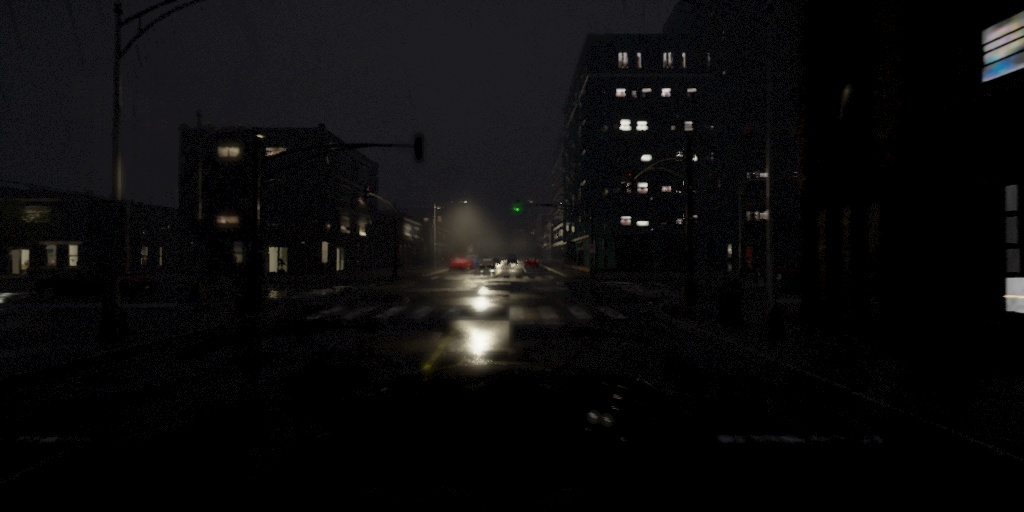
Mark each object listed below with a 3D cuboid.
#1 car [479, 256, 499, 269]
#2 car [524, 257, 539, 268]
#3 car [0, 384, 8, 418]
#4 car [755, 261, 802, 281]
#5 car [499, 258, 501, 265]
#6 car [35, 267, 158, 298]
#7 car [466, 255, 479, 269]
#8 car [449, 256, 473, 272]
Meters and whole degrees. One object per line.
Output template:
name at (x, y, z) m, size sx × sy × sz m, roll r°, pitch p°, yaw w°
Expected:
car at (-3.062, 0.939, 45.580) m, size 2.033 × 1.411 × 5.357 m, roll 0°, pitch 0°, yaw 0°
car at (2.707, 0.788, 50.903) m, size 1.967 × 1.591 × 4.097 m, roll 0°, pitch 0°, yaw 0°
car at (-5.690, 1.302, 1.522) m, size 2.007 × 1.370 × 4.403 m, roll 0°, pitch 0°, yaw 0°
car at (19.484, 1.013, 25.000) m, size 4.507 × 1.381 × 1.888 m, roll 0°, pitch 0°, yaw 1°
car at (-3.003, 0.819, 62.325) m, size 1.994 × 1.385 × 4.181 m, roll 0°, pitch 0°, yaw 1°
car at (-19.289, 1.242, 16.773) m, size 4.507 × 1.381 × 1.888 m, roll 0°, pitch 0°, yaw 1°
car at (-5.676, 0.941, 45.158) m, size 1.888 × 1.381 × 4.507 m, roll 0°, pitch 0°, yaw 0°
car at (-5.754, 0.987, 39.477) m, size 1.888 × 1.381 × 4.507 m, roll 0°, pitch 0°, yaw 0°
